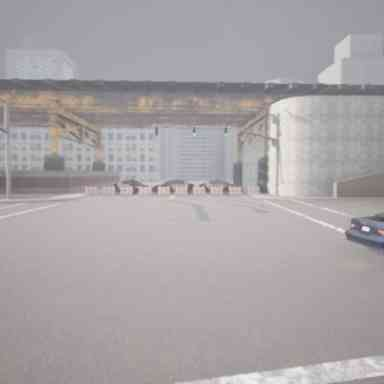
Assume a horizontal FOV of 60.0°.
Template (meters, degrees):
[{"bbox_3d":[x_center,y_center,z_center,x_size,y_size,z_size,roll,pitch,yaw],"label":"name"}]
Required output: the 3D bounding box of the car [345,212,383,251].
[{"bbox_3d":[7.295,1.058,9.615,5.357,1.411,2.033,0,3,-9],"label":"car"}]

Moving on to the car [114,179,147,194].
[{"bbox_3d":[-6.703,-0.669,37.164,4.974,1.542,2.038,3,5,44],"label":"car"}]

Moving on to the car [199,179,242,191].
[{"bbox_3d":[3.231,-0.837,37.932,4.536,1.218,1.853,2,4,29],"label":"car"}]

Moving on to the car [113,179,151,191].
[{"bbox_3d":[-6.740,-0.829,37.190,4.536,1.218,1.853,3,5,44],"label":"car"}]

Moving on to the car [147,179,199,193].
[{"bbox_3d":[-2.095,-0.653,37.153,4.974,1.542,2.038,-2,4,-36],"label":"car"}]

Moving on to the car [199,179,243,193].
[{"bbox_3d":[3.276,-0.679,37.917,4.974,1.542,2.038,2,4,29],"label":"car"}]

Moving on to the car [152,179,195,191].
[{"bbox_3d":[-2.052,-0.812,37.175,4.536,1.218,1.853,-2,4,-36],"label":"car"}]
